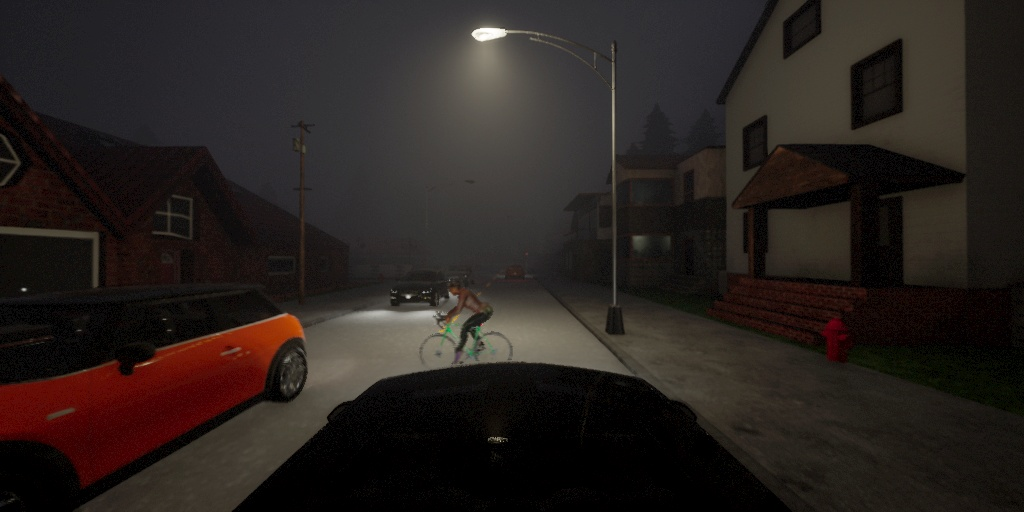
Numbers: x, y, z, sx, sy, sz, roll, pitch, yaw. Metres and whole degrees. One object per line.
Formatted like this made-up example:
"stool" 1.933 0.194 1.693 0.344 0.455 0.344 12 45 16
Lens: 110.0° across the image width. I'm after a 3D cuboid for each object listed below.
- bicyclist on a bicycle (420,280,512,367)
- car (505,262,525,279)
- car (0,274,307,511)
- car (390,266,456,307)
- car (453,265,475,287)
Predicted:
"bicyclist on a bicycle" -0.827 1.235 6.318 1.656 1.620 0.582 -2 0 0
"car" 0.290 1.504 36.117 1.882 1.535 5.008 0 0 0
"car" -4.094 1.114 3.407 2.097 1.767 4.553 0 0 0
"car" -4.016 1.373 16.369 1.837 1.490 4.892 0 -1 0
"car" -3.933 1.444 26.981 2.128 1.511 4.902 0 0 1
